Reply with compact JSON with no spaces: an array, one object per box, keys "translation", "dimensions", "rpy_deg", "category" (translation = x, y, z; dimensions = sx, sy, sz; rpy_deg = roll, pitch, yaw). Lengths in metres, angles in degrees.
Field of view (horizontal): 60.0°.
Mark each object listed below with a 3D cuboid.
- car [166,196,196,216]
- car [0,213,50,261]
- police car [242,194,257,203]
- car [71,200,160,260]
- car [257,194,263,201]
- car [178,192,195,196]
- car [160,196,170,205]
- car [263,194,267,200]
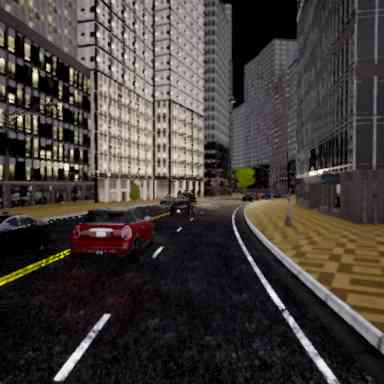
[{"translation":[-0.840,1.406,31.346],"dimensions":[1.837,1.490,4.892],"rpy_deg":[0,0,8],"category":"car"},{"translation":[-6.262,1.442,10.412],"dimensions":[2.128,1.511,4.902],"rpy_deg":[0,0,3],"category":"car"},{"translation":[11.299,1.290,67.149],"dimensions":[1.930,1.638,5.238],"rpy_deg":[1,0,17],"category":"police car"},{"translation":[-2.694,1.307,12.393],"dimensions":[2.097,1.767,4.553],"rpy_deg":[0,0,3],"category":"car"},{"translation":[14.346,1.363,76.297],"dimensions":[1.837,1.490,4.892],"rpy_deg":[1,0,20],"category":"car"},{"translation":[-0.823,1.058,50.781],"dimensions":[2.150,2.045,5.566],"rpy_deg":[0,0,13],"category":"car"},{"translation":[-3.691,1.358,52.852],"dimensions":[2.033,1.411,5.357],"rpy_deg":[0,0,13],"category":"car"},{"translation":[16.382,1.333,81.786],"dimensions":[1.882,1.535,5.008],"rpy_deg":[1,0,21],"category":"car"}]
